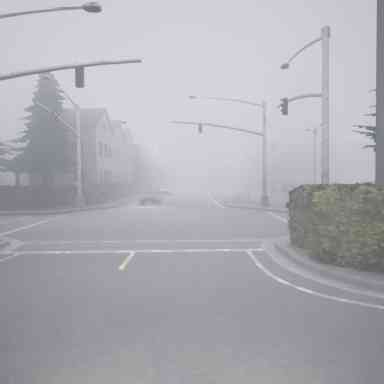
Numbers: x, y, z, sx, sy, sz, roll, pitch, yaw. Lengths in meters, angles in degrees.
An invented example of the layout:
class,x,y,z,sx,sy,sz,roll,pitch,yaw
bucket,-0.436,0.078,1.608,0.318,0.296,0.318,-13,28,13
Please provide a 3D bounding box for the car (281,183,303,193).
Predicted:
class,x,y,z,sx,sy,sz,roll,pitch,yaw
car,15.266,-0.544,52.111,2.007,1.523,4.514,-1,2,0

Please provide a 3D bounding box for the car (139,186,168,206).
class,x,y,z,sx,sy,sz,roll,pitch,yaw
car,-3.698,0.442,31.054,2.033,1.411,5.357,-1,2,0

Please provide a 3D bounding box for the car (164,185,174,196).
class,x,y,z,sx,sy,sz,roll,pitch,yaw
car,-3.738,-0.243,48.721,1.882,1.535,5.008,-1,2,0

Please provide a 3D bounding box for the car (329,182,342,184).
class,x,y,z,sx,sy,sz,roll,pitch,yaw
car,25.305,-1.051,59.525,2.152,1.636,5.027,-1,2,0

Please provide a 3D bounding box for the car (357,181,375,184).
class,x,y,z,sx,sy,sz,roll,pitch,yaw
car,19.015,-0.183,34.254,1.905,1.878,3.866,-1,2,0

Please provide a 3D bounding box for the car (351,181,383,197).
class,x,y,z,sx,sy,sz,roll,pitch,yaw
car,22.259,-0.470,42.135,1.932,1.855,4.605,-1,2,0
